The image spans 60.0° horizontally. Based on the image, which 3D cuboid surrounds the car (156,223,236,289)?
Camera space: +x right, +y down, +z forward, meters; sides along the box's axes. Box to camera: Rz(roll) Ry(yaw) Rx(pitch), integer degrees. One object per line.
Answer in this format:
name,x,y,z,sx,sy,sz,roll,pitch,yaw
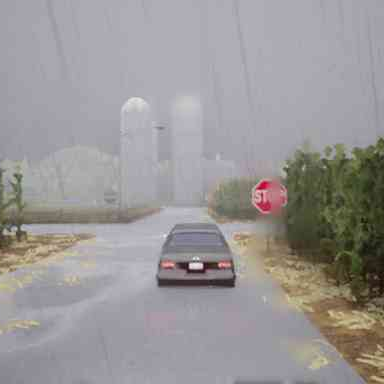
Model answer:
car,0.100,1.583,9.341,2.033,1.411,5.357,0,0,0
